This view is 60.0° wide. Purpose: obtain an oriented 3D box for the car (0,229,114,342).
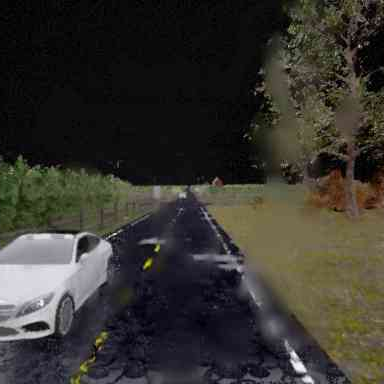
[{"bbox_3d":[-2.837,1.526,6.676,1.812,1.442,4.674,0,0,0],"label":"car"}]
